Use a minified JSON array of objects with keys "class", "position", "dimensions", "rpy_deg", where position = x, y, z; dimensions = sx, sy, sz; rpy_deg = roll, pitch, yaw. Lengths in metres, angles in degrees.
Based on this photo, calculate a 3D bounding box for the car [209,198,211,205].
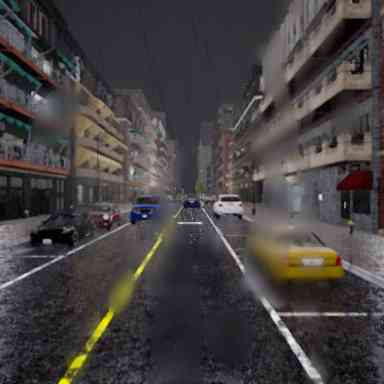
[{"class":"car","position":[3.147,1.548,36.280],"dimensions":[1.812,1.442,4.674],"rpy_deg":[0,0,0]}]

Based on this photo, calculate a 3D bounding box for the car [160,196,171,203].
[{"class":"car","position":[-5.688,1.649,71.884],"dimensions":[1.947,1.339,4.313],"rpy_deg":[0,0,0]}]

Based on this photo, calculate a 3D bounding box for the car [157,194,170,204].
[{"class":"car","position":[-5.686,1.386,66.222],"dimensions":[2.192,1.841,5.009],"rpy_deg":[0,0,0]}]

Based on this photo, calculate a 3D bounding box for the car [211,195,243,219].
[{"class":"car","position":[3.105,1.242,29.310],"dimensions":[2.150,2.045,5.566],"rpy_deg":[0,0,0]}]

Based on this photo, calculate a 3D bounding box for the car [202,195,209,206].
[{"class":"car","position":[2.693,1.600,54.891],"dimensions":[2.008,1.369,4.403],"rpy_deg":[0,0,0]}]

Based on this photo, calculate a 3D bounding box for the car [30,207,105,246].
[{"class":"car","position":[-5.685,1.569,15.241],"dimensions":[1.947,1.339,4.313],"rpy_deg":[0,0,0]}]

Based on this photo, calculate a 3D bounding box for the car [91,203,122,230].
[{"class":"car","position":[-5.684,1.446,20.903],"dimensions":[1.967,1.590,4.097],"rpy_deg":[0,0,0]}]

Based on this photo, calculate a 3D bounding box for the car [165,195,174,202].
[{"class":"car","position":[-5.688,1.552,83.214],"dimensions":[1.967,1.590,4.097],"rpy_deg":[0,0,0]}]

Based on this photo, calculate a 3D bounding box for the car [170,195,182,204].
[{"class":"car","position":[-3.017,1.426,65.653],"dimensions":[2.097,1.767,4.553],"rpy_deg":[0,0,0]}]

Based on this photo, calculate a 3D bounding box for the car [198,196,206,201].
[{"class":"car","position":[2.691,1.673,88.878],"dimensions":[1.887,1.381,4.507],"rpy_deg":[0,0,0]}]

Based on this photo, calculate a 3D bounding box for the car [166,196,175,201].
[{"class":"car","position":[-5.689,1.679,88.879],"dimensions":[2.008,1.369,4.403],"rpy_deg":[0,0,0]}]

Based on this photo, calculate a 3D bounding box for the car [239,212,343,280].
[{"class":"car","position":[2.696,1.526,9.746],"dimensions":[1.752,1.417,4.829],"rpy_deg":[0,0,0]}]

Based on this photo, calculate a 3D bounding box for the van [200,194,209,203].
[{"class":"van","position":[2.693,1.424,71.884],"dimensions":[1.690,1.788,3.998],"rpy_deg":[0,0,0]}]

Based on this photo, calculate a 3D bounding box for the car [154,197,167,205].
[{"class":"car","position":[-5.687,1.604,60.556],"dimensions":[1.887,1.381,4.507],"rpy_deg":[0,0,0]}]

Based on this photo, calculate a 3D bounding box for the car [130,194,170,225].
[{"class":"car","position":[-3.102,1.231,24.579],"dimensions":[2.150,2.045,5.566],"rpy_deg":[0,0,0]}]

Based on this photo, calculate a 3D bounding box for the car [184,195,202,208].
[{"class":"car","position":[-0.001,1.400,43.809],"dimensions":[1.994,1.385,4.181],"rpy_deg":[0,0,0]}]
